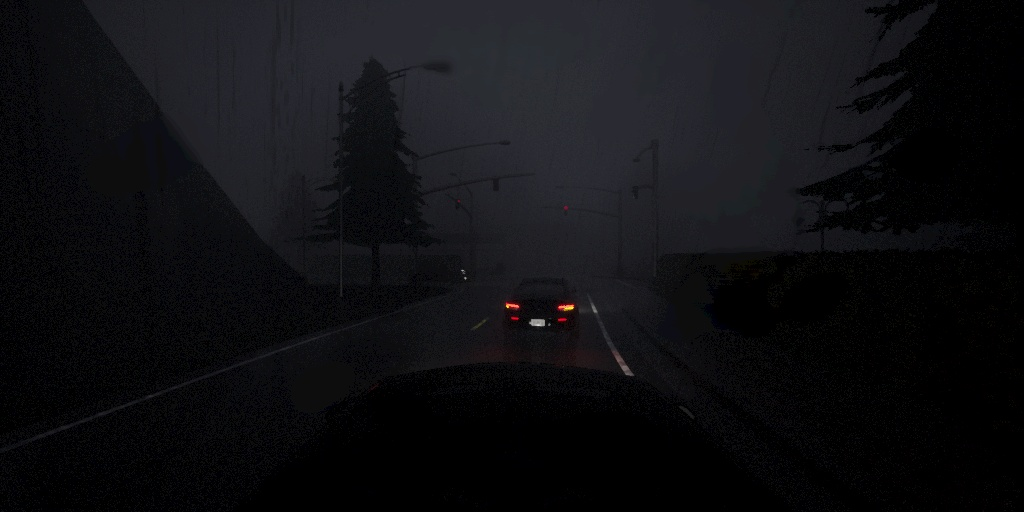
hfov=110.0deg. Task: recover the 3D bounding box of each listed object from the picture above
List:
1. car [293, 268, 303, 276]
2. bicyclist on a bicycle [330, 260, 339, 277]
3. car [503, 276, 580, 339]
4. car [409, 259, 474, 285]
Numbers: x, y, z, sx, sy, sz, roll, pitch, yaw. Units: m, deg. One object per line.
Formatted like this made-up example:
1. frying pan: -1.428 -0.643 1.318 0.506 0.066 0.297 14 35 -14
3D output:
1. car: -18.981 1.227 28.455 5.008 1.535 1.882 0 0 10
2. bicyclist on a bicycle: -17.376 1.203 35.307 0.582 1.620 1.656 0 0 8
3. car: 0.916 1.276 10.034 1.812 1.442 4.674 0 0 9
4. car: -5.075 1.101 26.187 4.553 1.767 2.097 0 0 12
